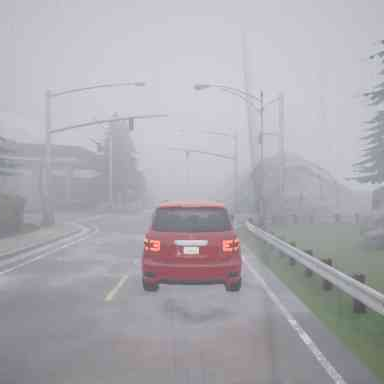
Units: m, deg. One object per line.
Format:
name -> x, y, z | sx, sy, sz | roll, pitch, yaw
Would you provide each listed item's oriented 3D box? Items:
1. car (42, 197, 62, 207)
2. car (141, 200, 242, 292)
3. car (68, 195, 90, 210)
car -> -20.267, 1.480, 47.419 | 2.242, 1.667, 4.611 | 0, 0, -1
car -> 0.018, 1.221, 9.095 | 2.150, 2.045, 5.566 | 0, 0, 1
car -> -14.557, 1.313, 43.145 | 1.905, 1.878, 3.866 | 0, 0, -1
